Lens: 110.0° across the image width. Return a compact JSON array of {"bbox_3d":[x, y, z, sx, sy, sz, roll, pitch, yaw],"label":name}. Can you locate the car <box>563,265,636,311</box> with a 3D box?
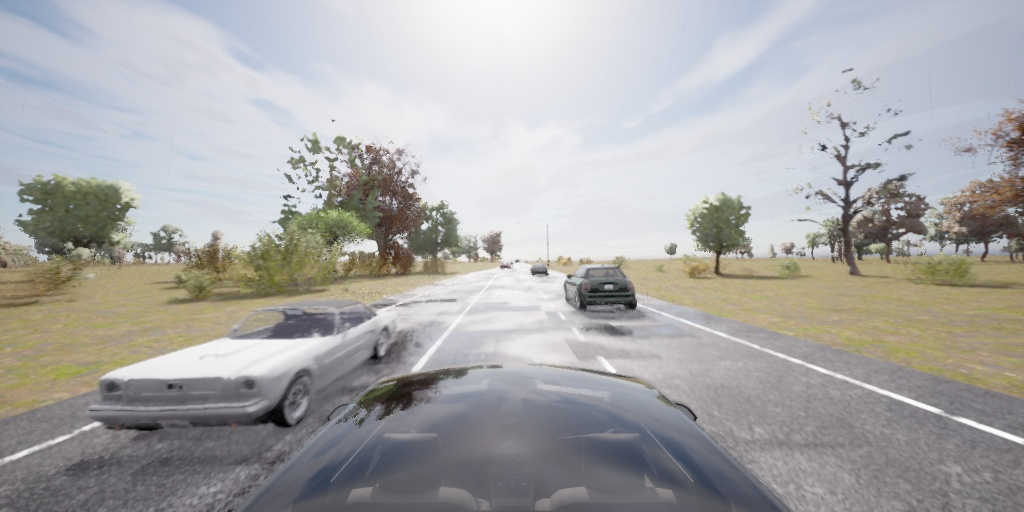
[{"bbox_3d":[3.437,1.148,14.887,2.097,1.767,4.553,-1,0,0],"label":"car"}]

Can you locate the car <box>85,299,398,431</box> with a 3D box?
[{"bbox_3d":[-3.511,1.458,5.928,1.895,1.301,4.718,-1,-1,0],"label":"car"}]

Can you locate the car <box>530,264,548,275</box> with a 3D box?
[{"bbox_3d":[3.295,1.618,43.949,1.994,1.385,4.181,-1,-1,0],"label":"car"}]
